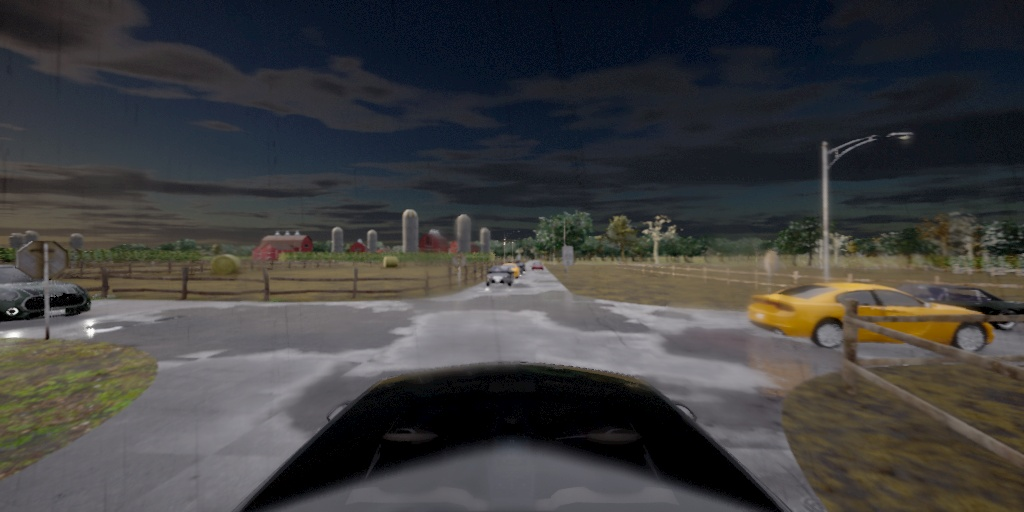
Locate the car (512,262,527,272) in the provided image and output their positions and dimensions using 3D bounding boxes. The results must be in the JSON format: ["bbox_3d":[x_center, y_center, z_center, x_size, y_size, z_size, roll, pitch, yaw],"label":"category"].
[{"bbox_3d":[1.232,1.703,57.313,2.033,1.411,5.357,0,0,4],"label":"car"}]

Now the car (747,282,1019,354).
[{"bbox_3d":[8.907,1.440,9.168,5.008,1.535,1.882,1,0,4],"label":"car"}]

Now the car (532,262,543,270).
[{"bbox_3d":[4.453,1.732,62.502,1.994,1.385,4.181,0,0,4],"label":"car"}]

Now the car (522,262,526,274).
[{"bbox_3d":[0.443,1.652,46.725,1.994,1.385,4.181,0,0,4],"label":"car"}]

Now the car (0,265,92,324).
[{"bbox_3d":[-15.569,1.038,10.687,4.553,1.767,2.097,1,0,3],"label":"car"}]

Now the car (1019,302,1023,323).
[{"bbox_3d":[13.689,1.604,11.823,4.718,1.301,1.895,1,0,4],"label":"car"}]

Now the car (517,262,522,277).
[{"bbox_3d":[-0.250,1.500,36.699,1.882,1.535,5.008,0,0,4],"label":"car"}]

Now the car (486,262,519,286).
[{"bbox_3d":[-0.856,1.450,27.321,2.128,1.511,4.902,0,0,3],"label":"car"}]
